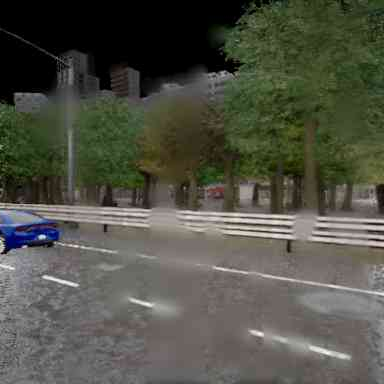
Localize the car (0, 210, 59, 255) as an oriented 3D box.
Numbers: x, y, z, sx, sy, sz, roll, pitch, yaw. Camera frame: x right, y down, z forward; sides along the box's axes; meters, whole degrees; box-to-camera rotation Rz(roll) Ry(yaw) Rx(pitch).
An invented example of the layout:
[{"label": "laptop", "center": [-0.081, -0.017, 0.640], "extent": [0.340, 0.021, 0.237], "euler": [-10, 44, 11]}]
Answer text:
[{"label": "car", "center": [-7.438, 1.491, 13.487], "extent": [5.008, 1.535, 1.882], "euler": [0, 0, 36]}]
